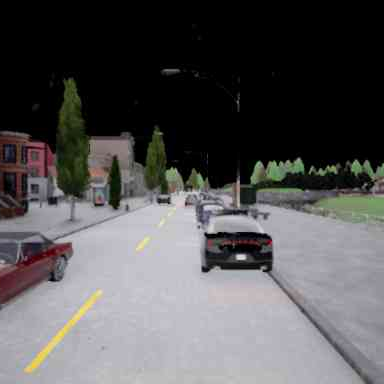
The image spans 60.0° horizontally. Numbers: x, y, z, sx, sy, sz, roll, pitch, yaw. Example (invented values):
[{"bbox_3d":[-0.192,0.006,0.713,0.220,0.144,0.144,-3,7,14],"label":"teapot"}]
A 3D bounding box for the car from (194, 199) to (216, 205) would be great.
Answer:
[{"bbox_3d":[1.201,1.361,20.460,1.812,1.442,4.674,0,0,0],"label":"car"}]

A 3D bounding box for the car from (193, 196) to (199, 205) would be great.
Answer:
[{"bbox_3d":[1.200,1.292,26.460,1.837,1.490,4.892,0,0,0],"label":"car"}]

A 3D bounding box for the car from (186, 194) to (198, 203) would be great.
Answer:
[{"bbox_3d":[0.001,1.076,58.669,2.033,1.411,5.357,0,0,0],"label":"car"}]

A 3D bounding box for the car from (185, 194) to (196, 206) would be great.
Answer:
[{"bbox_3d":[0.019,1.201,45.199,1.994,1.385,4.181,0,0,0],"label":"car"}]

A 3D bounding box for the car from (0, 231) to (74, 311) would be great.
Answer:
[{"bbox_3d":[-4.101,1.546,6.726,1.895,1.301,4.718,0,0,0],"label":"car"}]

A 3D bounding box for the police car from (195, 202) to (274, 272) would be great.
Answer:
[{"bbox_3d":[1.183,1.339,10.573,1.930,1.638,5.238,0,0,0],"label":"police car"}]

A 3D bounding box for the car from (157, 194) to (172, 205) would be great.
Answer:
[{"bbox_3d":[-4.077,1.081,49.313,1.882,1.535,5.008,0,0,0],"label":"car"}]
